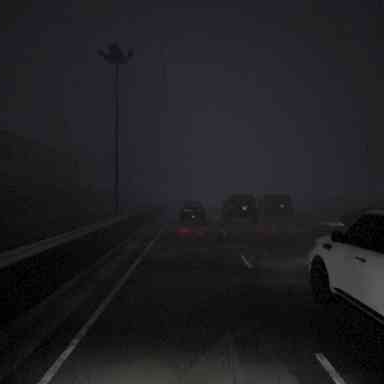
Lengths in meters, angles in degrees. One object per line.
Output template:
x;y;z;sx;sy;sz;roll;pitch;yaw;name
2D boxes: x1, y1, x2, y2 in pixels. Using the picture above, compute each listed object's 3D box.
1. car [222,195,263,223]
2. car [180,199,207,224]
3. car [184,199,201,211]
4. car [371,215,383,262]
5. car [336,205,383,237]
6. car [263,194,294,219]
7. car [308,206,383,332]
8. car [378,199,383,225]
3.588;1.218;25.515;2.150;2.045;5.566;0;0;0;car
0.100;1.488;25.061;2.128;1.511;4.902;0;0;0;car
0.095;1.558;41.685;1.994;1.385;4.181;0;0;0;car
7.101;1.524;9.182;1.812;1.442;4.674;0;0;0;car
10.600;1.544;19.403;2.033;1.411;5.357;0;0;0;car
7.101;1.217;28.855;2.150;2.045;5.566;0;0;0;car
3.600;1.221;4.938;2.150;2.045;5.566;0;0;0;car
14.100;1.349;21.024;2.097;1.767;4.553;0;0;0;car
